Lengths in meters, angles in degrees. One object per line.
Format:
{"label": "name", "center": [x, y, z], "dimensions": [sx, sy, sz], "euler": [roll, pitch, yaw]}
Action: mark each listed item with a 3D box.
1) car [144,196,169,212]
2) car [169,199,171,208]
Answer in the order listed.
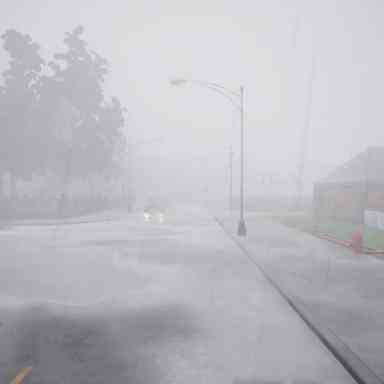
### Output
{"label": "car", "center": [-4.175, 1.352, 37.899], "dimensions": [2.097, 1.767, 4.553], "euler": [0, 0, 0]}
{"label": "car", "center": [-4.175, 1.352, 48.151], "dimensions": [2.097, 1.767, 4.553], "euler": [0, 0, 0]}
